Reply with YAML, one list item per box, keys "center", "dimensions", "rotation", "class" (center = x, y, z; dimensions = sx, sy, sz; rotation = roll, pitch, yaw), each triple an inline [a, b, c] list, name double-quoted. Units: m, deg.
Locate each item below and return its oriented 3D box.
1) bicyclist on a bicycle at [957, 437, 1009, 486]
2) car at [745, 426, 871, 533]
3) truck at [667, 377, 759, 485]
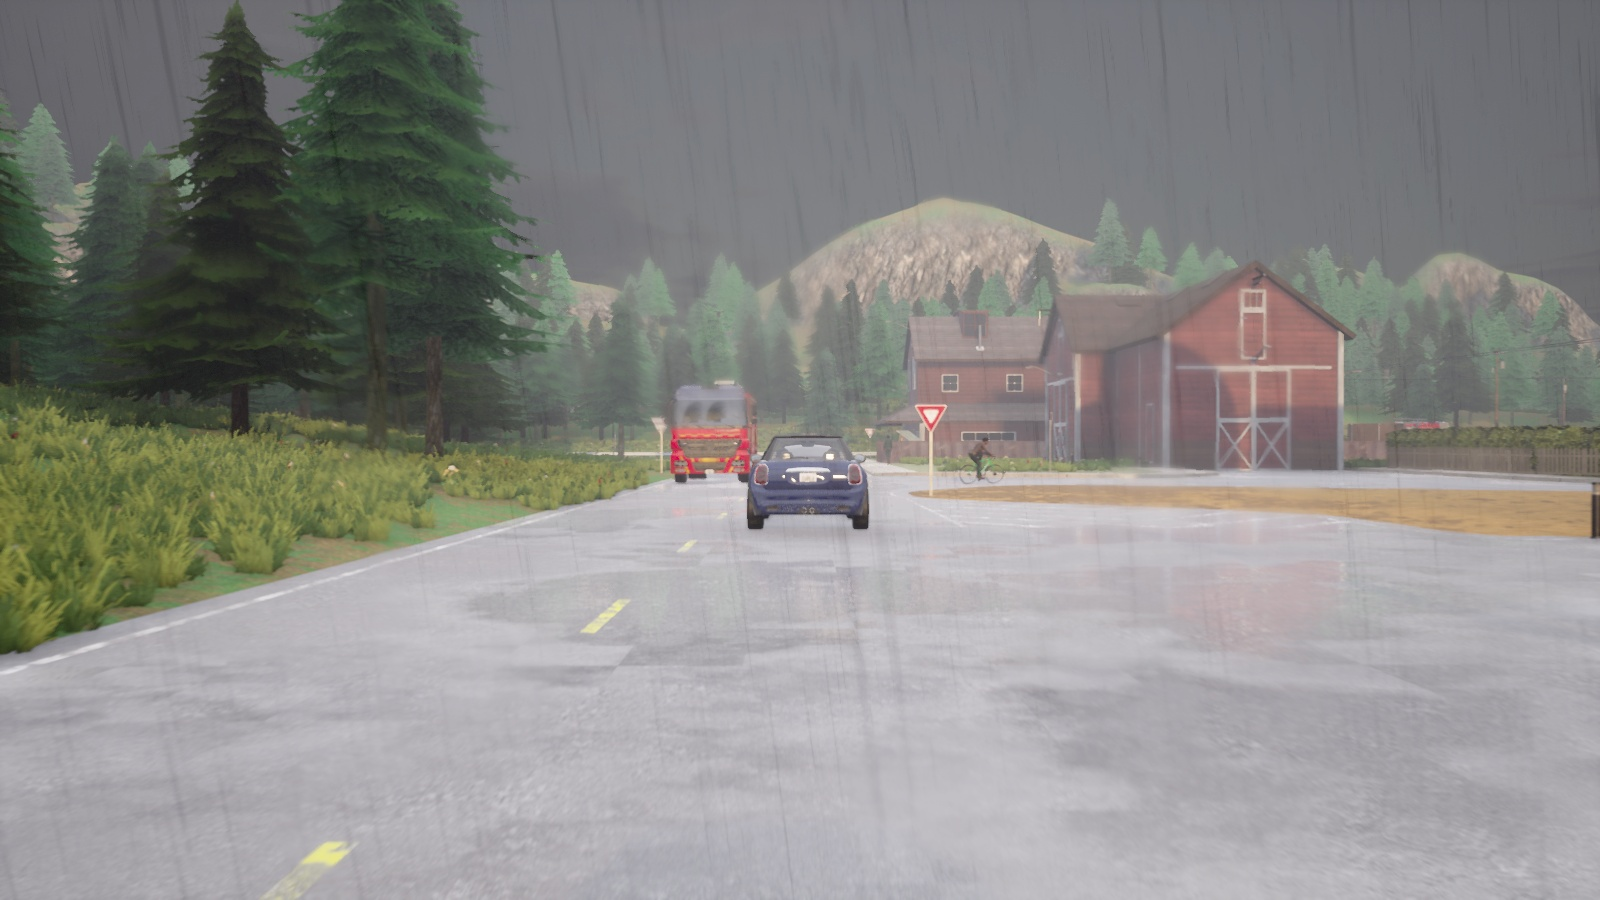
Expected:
- center: [6.317, 0.388, 43.367]
  dimensions: [1.656, 1.620, 0.582]
  rotation: [-1, 1, -15]
  class: "bicyclist on a bicycle"
- center: [0.147, 0.475, 23.081]
  dimensions: [2.097, 1.767, 4.553]
  rotation: [0, 0, 0]
  class: "car"
- center: [-3.211, -0.708, 48.669]
  dimensions: [2.891, 3.827, 8.468]
  rotation: [0, 0, 0]
  class: "truck"
